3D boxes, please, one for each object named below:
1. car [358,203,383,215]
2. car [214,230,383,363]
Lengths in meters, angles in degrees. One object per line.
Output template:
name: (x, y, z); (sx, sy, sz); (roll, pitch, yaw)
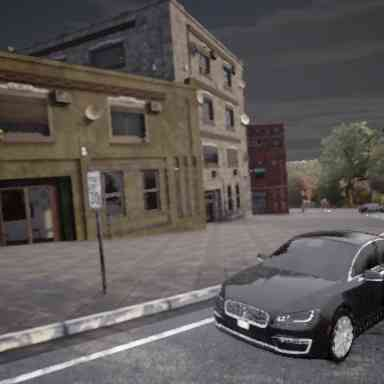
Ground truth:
car: (23.211, 2.150, 43.083); (2.033, 1.411, 5.357); (-4, -3, 9)
car: (2.512, 1.518, 6.032); (4.892, 1.490, 1.837); (0, 0, -41)
